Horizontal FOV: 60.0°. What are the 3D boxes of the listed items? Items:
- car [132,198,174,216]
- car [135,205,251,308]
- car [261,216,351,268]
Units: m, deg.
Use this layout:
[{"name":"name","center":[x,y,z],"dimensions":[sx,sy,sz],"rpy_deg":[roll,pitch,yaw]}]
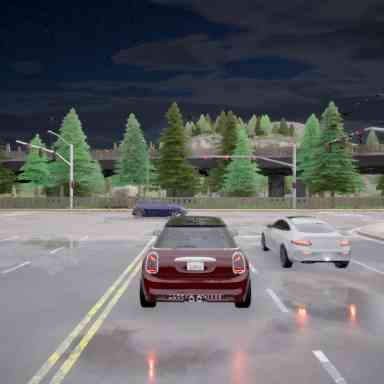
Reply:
[{"name":"car","center":[-2.622,1.323,27.590],"dimensions":[4.553,1.767,2.097],"rpy_deg":[0,0,1]},{"name":"car","center":[0.083,1.352,8.094],"dimensions":[2.097,1.767,4.553],"rpy_deg":[0,0,1]},{"name":"car","center":[3.602,1.526,11.139],"dimensions":[1.812,1.442,4.674],"rpy_deg":[0,0,0]}]
